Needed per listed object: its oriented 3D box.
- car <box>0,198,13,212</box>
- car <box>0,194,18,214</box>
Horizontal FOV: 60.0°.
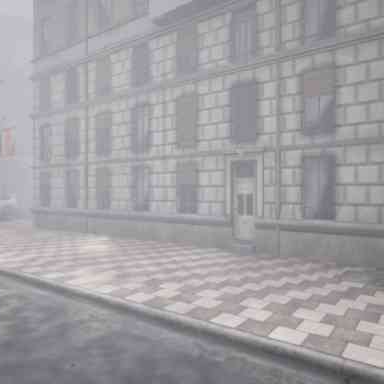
[{"bbox_3d":[-22.833,1.505,37.022,1.837,1.490,4.892,0,0,36],"label":"car"},{"bbox_3d":[-20.781,1.221,33.910,2.150,2.045,5.566,0,0,36],"label":"car"}]
